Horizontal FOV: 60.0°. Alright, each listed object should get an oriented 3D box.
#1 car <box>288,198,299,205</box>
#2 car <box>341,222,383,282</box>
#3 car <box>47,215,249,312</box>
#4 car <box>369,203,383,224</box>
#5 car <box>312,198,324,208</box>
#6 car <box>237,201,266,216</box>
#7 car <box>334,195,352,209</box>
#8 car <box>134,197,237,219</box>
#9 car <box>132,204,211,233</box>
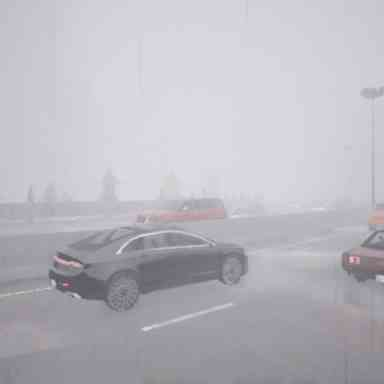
[{"bbox_3d":[21.883,2.043,71.993,2.128,1.511,4.902,0,-1,10],"label":"car"},{"bbox_3d":[5.883,1.622,8.783,4.718,1.301,1.895,0,0,-41],"label":"car"},{"bbox_3d":[-0.741,1.522,7.843,4.902,1.511,2.128,0,0,-38],"label":"car"},{"bbox_3d":[12.525,1.417,20.486,2.097,1.767,4.553,0,-1,42],"label":"car"},{"bbox_3d":[21.344,1.829,56.240,2.128,1.511,4.902,0,-1,20],"label":"car"},{"bbox_3d":[6.346,1.697,35.376,1.812,1.442,4.674,0,-1,36],"label":"car"},{"bbox_3d":[23.164,1.501,51.137,2.150,2.045,5.566,0,-1,22],"label":"car"},{"bbox_3d":[-0.427,1.292,17.444,5.566,2.045,2.150,0,0,-42],"label":"car"},{"bbox_3d":[-1.216,1.583,21.540,4.902,1.511,2.128,0,0,-44],"label":"car"}]
